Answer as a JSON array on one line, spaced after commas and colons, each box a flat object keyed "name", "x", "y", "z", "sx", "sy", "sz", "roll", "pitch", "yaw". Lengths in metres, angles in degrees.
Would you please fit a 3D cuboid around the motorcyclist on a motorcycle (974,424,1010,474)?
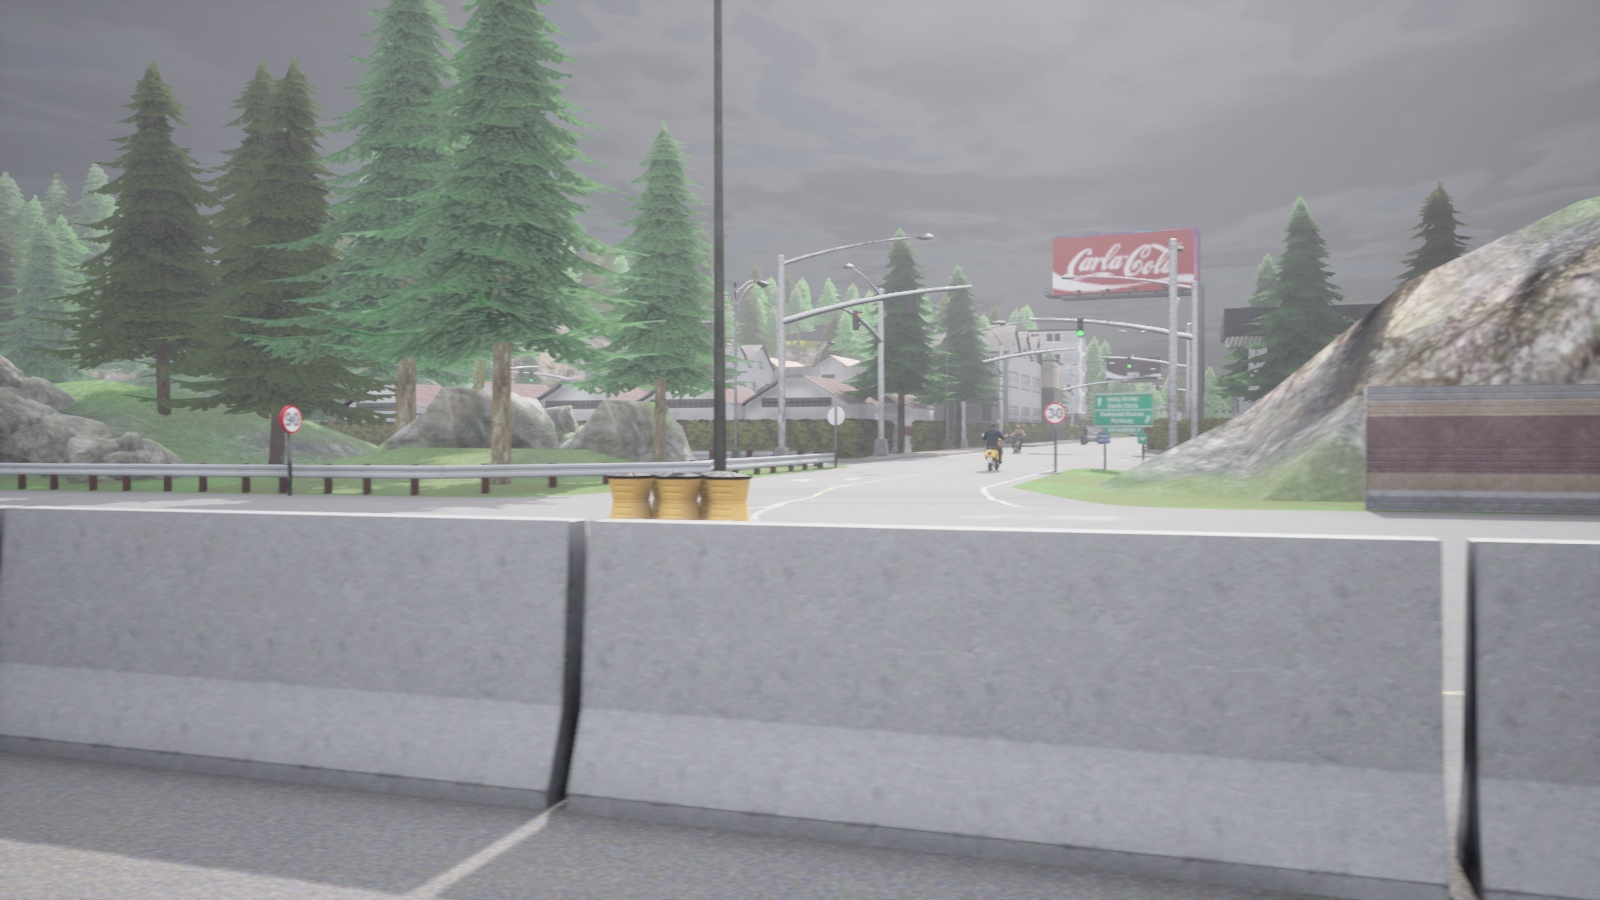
[{"name": "motorcyclist on a motorcycle", "x": 6.313, "y": -0.051, "z": 41.143, "sx": 0.866, "sy": 1.590, "sz": 1.817, "roll": 1, "pitch": 1, "yaw": 18}]
